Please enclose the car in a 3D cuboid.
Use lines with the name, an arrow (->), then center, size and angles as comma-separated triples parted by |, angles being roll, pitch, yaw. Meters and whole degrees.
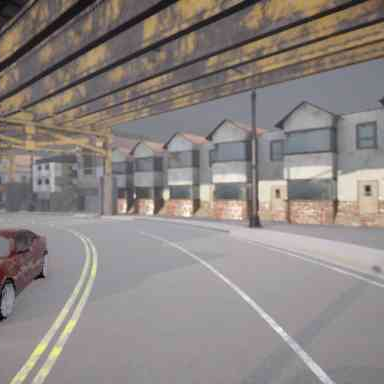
car -> -4.572, 1.556, 7.405 | 1.882, 1.535, 5.008 | 0, -1, -12
